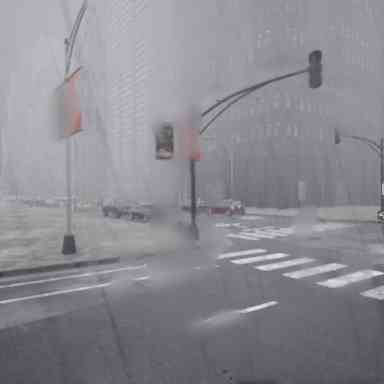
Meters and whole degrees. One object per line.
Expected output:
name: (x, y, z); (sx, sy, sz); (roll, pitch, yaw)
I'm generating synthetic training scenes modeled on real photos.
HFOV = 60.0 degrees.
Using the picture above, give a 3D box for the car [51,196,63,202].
car: (-34.697, 1.802, 85.361); (1.752, 1.417, 4.829); (-1, 1, -36)

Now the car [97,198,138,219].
car: (-6.881, 1.471, 31.697); (2.192, 1.841, 5.009); (-1, 1, -36)

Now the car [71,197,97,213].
car: (-13.082, 1.719, 40.394); (1.752, 1.417, 4.829); (-1, 1, -36)

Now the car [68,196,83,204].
car: (-25.147, 1.644, 71.974); (1.967, 1.590, 4.097); (-1, 1, -36)

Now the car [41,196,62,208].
car: (-22.635, 1.839, 53.783); (1.802, 1.307, 4.206); (-1, 1, -36)

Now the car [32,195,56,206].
car: (-25.791, 1.594, 58.198); (2.192, 1.841, 5.009); (-1, 1, -36)

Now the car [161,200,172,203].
car: (-3.087, 1.637, 41.063); (1.802, 1.307, 4.206); (-1, 1, -36)

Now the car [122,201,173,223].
car: (-3.725, 1.703, 27.282); (1.947, 1.339, 4.313); (-1, 1, -36)

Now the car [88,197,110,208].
car: (-14.716, 1.658, 52.664); (1.837, 1.490, 4.892); (-1, 0, -34)

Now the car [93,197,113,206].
car: (-15.791, 1.662, 58.865); (1.752, 1.417, 4.829); (-1, 1, -36)

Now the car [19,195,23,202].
car: (-35.242, 1.893, 71.450); (1.887, 1.381, 4.507); (-1, 1, -36)

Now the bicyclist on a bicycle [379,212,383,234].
bicyclist on a bicycle: (10.526, 1.434, 17.737); (1.509, 1.612, 0.866); (0, 0, -35)

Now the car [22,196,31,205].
car: (-32.095, 1.640, 67.031); (2.192, 1.841, 5.009); (-1, 1, -36)

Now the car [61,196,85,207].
car: (-19.105, 1.773, 53.596); (1.994, 1.385, 4.181); (-1, 0, -36)

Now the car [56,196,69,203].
car: (-31.447, 1.803, 80.807); (2.008, 1.369, 4.403); (-1, 1, -36)

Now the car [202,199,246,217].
car: (3.213, 1.457, 32.230); (1.967, 1.590, 4.097); (-1, 1, -36)

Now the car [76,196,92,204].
car: (-21.996, 1.621, 67.558); (1.967, 1.590, 4.097); (-1, 1, -36)

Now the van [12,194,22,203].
van: (-41.549, 1.738, 80.282); (1.690, 1.788, 3.998); (-1, 1, -36)

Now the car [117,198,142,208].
car: (-9.390, 1.639, 49.895); (1.887, 1.381, 4.507); (-1, 1, -36)

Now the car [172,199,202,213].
car: (0.062, 1.476, 36.646); (1.967, 1.590, 4.097); (-1, 1, -36)

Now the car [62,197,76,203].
car: (-28.297, 1.773, 76.391); (1.887, 1.381, 4.507); (-1, 1, -36)
